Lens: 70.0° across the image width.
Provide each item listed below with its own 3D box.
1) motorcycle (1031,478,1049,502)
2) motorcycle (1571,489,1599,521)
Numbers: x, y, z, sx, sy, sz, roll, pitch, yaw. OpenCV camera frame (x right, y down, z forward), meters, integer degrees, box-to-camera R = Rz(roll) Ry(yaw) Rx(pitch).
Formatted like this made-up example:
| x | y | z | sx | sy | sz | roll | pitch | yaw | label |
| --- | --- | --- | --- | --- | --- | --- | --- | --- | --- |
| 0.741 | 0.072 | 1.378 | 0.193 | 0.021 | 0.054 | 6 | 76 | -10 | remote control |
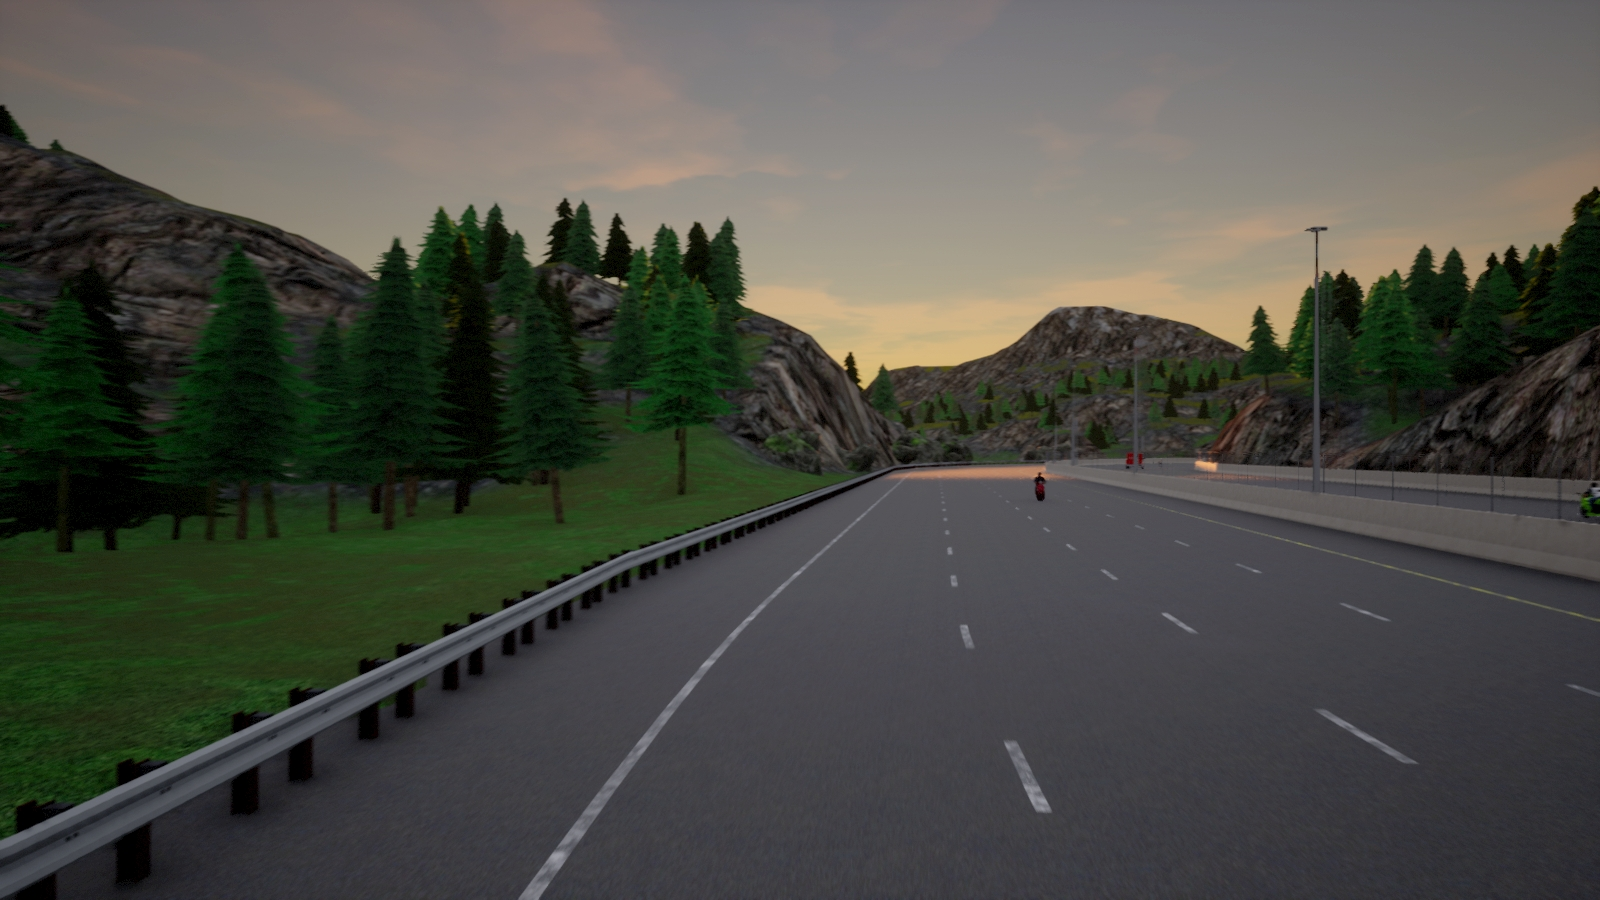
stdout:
| x | y | z | sx | sy | sz | roll | pitch | yaw | label |
| --- | --- | --- | --- | --- | --- | --- | --- | --- | --- |
| 13.126 | 2.201 | 62.530 | 0.856 | 1.236 | 1.805 | 0 | 0 | 7 | motorcycle |
| 32.336 | 2.225 | 46.478 | 0.803 | 1.217 | 2.033 | 0 | 0 | 7 | motorcycle |
